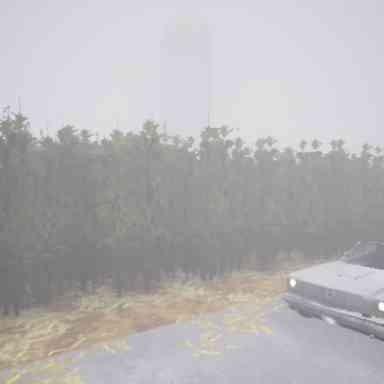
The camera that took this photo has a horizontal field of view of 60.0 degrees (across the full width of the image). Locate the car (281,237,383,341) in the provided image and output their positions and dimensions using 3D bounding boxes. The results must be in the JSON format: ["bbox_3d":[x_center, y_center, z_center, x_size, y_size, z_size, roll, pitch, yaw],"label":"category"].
[{"bbox_3d":[3.856,1.594,6.238,4.718,1.301,1.895,0,0,-35],"label":"car"}]
